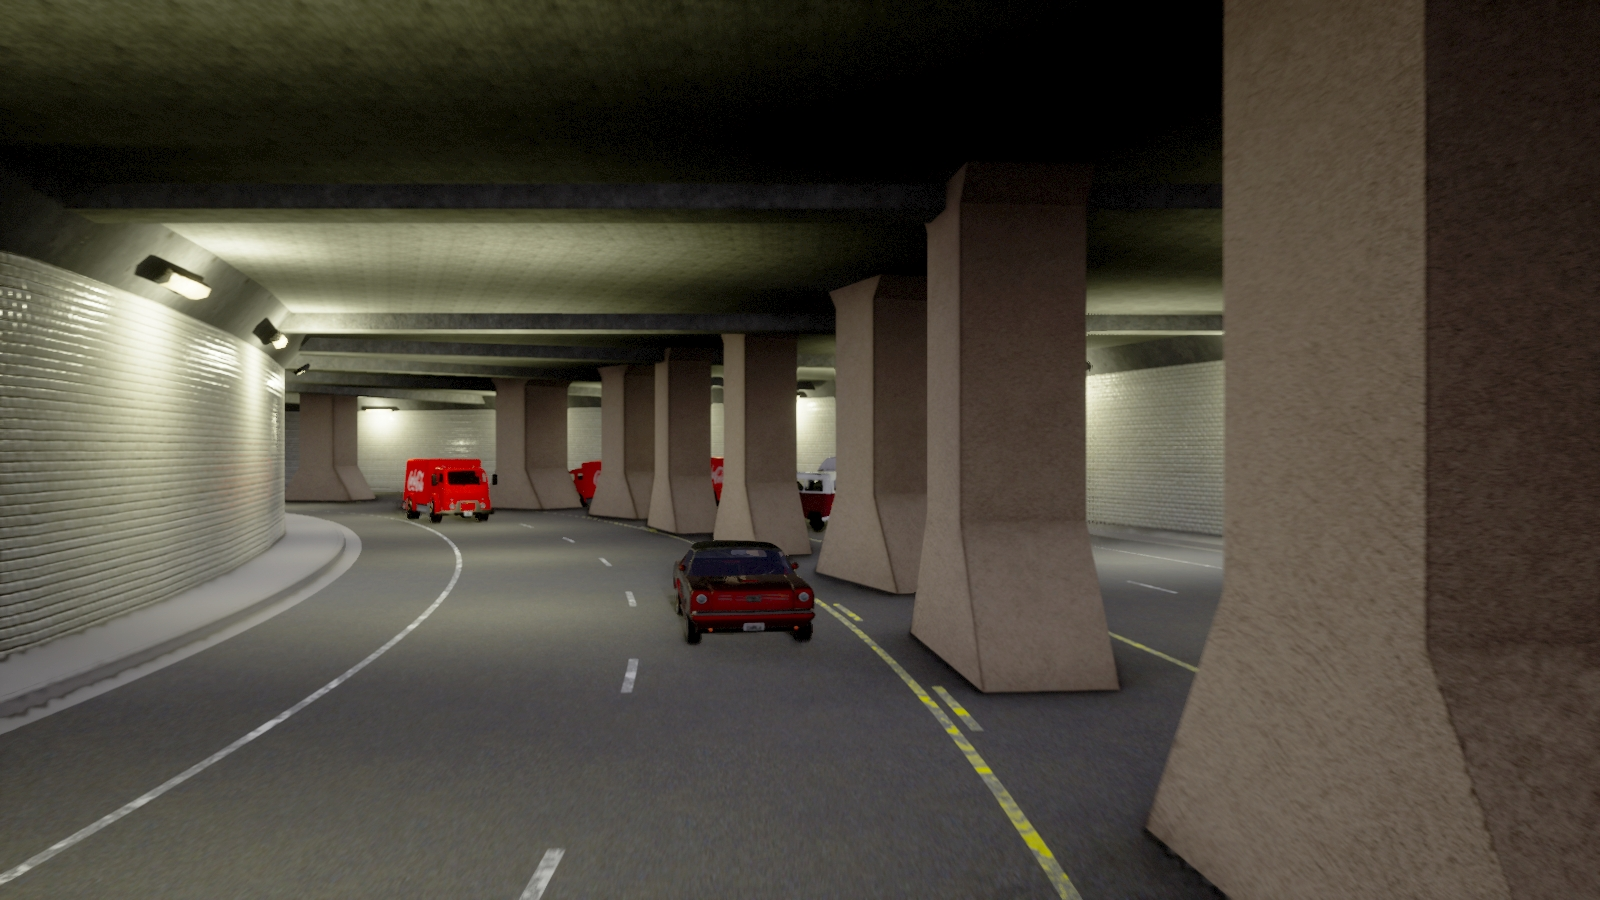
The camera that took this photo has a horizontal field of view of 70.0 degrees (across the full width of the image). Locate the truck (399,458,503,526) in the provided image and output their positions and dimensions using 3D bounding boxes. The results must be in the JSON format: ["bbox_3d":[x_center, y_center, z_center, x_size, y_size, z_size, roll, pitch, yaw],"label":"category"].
[{"bbox_3d":[-13.840,1.568,45.069,2.627,2.467,5.204,0,0,-32],"label":"truck"}]

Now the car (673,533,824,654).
[{"bbox_3d":[-0.956,2.155,18.166,1.895,1.301,4.718,0,0,-9],"label":"car"}]

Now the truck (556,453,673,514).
[{"bbox_3d":[-9.256,1.668,56.796,5.204,2.467,2.627,-5,4,38],"label":"truck"}]
